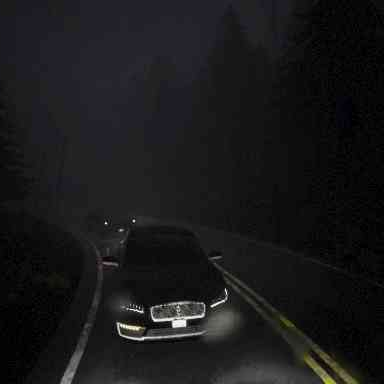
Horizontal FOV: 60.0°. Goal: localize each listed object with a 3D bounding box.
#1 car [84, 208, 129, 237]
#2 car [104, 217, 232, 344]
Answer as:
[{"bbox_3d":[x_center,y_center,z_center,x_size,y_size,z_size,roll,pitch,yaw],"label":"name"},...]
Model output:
[{"bbox_3d":[-4.627,1.610,18.536,1.895,1.301,4.718,-3,1,-29],"label":"car"},{"bbox_3d":[-0.643,1.494,6.793,1.837,1.490,4.892,-1,0,-11],"label":"car"}]
